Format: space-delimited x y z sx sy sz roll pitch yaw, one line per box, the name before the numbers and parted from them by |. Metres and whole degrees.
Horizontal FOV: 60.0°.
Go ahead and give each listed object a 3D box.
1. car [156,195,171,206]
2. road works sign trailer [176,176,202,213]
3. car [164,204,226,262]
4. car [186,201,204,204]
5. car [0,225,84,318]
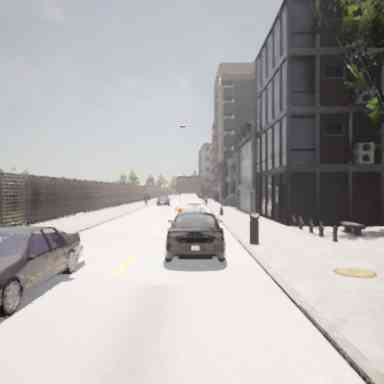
car | -4.089 1.265 48.160 2.128 1.511 4.902 0 0 0
road works sign trailer | -0.281 0.325 29.911 2.380 3.560 2.880 0 0 -15
car | 0.099 1.422 11.855 1.882 1.535 5.008 0 0 0
car | 0.235 1.418 26.324 1.812 1.442 4.674 -1 -1 1
car | -4.100 1.511 7.617 2.033 1.411 5.357 0 0 0
